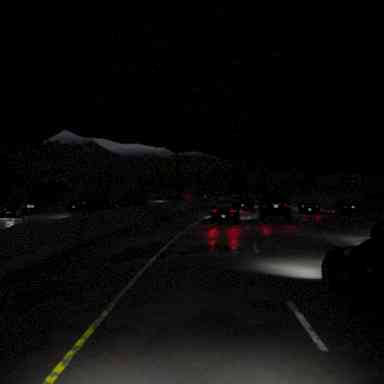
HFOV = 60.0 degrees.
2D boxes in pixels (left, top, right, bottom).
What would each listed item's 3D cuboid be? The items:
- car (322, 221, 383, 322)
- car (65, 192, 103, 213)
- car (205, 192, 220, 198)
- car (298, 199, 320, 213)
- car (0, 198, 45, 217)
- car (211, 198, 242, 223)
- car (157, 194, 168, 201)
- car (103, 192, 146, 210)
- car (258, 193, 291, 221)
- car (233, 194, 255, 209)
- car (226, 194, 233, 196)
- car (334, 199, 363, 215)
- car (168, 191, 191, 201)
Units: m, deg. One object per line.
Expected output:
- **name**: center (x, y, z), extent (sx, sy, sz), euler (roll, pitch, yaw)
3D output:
- **car**: center (3.861, 1.494, 5.849), extent (1.812, 1.442, 4.674), euler (0, 0, 2)
- **car**: center (-10.189, 0.988, 32.985), extent (2.150, 2.045, 5.566), euler (0, 0, 13)
- **car**: center (4.516, 0.889, 72.376), extent (2.097, 1.767, 4.553), euler (0, 0, 28)
- **car**: center (11.866, 1.401, 33.974), extent (1.895, 1.301, 4.718), euler (0, 0, 15)
- **car**: center (-14.660, 1.292, 28.558), extent (1.837, 1.490, 4.892), euler (0, 0, 11)
- **car**: center (2.429, 1.375, 23.738), extent (1.812, 1.442, 4.674), euler (0, 0, 10)
- **car**: center (-5.404, 1.071, 68.192), extent (1.812, 1.442, 4.674), euler (0, 0, 24)
- **car**: center (-6.428, 0.993, 33.701), extent (2.150, 2.045, 5.566), euler (0, 0, 13)
- **car**: center (6.284, 1.067, 25.490), extent (2.150, 2.045, 5.566), euler (0, 0, 11)
- **car**: center (6.500, 1.253, 40.440), extent (1.837, 1.490, 4.892), euler (0, 0, 17)
- **car**: center (8.389, 1.062, 72.137), extent (1.994, 1.385, 4.181), euler (0, 0, 28)
- **car**: center (14.900, 1.367, 31.880), extent (2.033, 1.411, 5.357), euler (0, 0, 15)
- **car**: center (-2.148, 0.785, 66.887), extent (2.150, 2.045, 5.566), euler (0, 0, 24)
